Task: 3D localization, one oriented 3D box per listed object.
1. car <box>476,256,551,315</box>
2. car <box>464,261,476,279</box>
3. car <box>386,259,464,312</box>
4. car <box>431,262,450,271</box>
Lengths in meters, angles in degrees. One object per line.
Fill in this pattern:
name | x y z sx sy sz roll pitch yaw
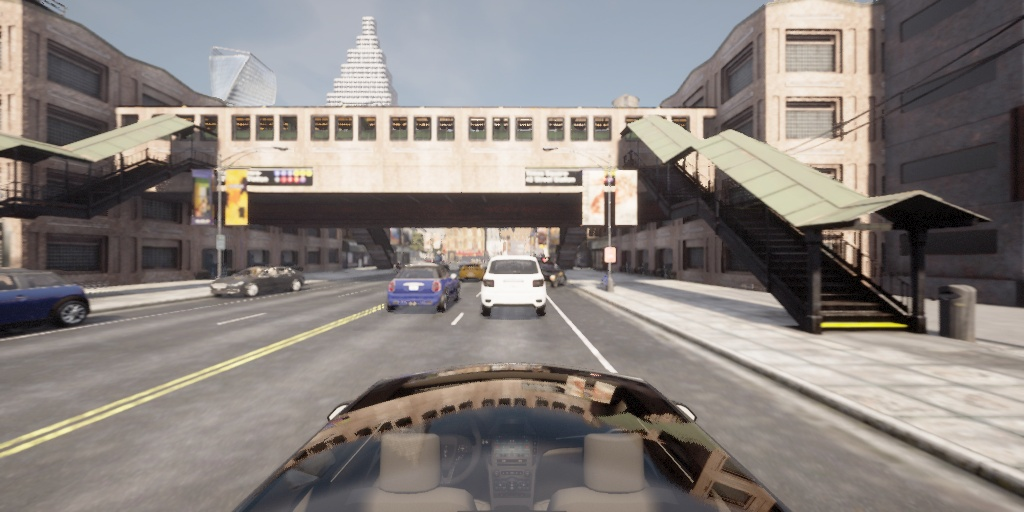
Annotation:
car | 0.066 1.014 13.872 2.150 2.045 5.566 0 0 0
car | -3.333 1.326 31.563 1.882 1.535 5.008 0 0 1
car | -3.430 1.144 14.692 2.097 1.767 4.553 0 0 0
car | -10.445 1.520 52.777 1.895 1.301 4.718 0 0 0
